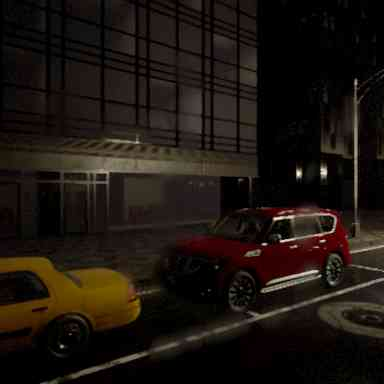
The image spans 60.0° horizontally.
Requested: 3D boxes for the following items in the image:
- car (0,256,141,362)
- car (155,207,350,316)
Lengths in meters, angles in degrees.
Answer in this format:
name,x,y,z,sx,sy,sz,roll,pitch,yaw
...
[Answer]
name,x,y,z,sx,sy,sz,roll,pitch,yaw
car,-3.084,1.525,4.332,4.829,1.417,1.752,0,0,-35
car,1.645,1.320,7.703,5.009,1.841,2.192,0,0,-35
